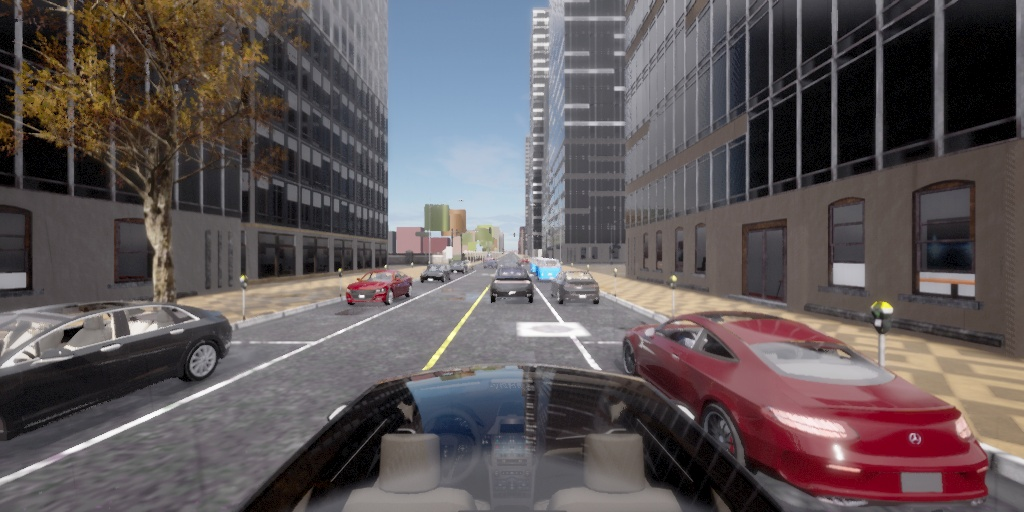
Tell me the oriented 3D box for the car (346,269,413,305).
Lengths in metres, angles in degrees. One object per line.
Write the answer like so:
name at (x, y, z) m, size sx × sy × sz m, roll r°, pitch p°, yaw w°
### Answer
car at (-5.690, 1.284, 15.829) m, size 1.888 × 1.381 × 4.507 m, roll 0°, pitch 0°, yaw 0°

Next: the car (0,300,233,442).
car at (-5.690, 1.297, 4.428) m, size 2.007 × 1.370 × 4.403 m, roll 0°, pitch 0°, yaw 0°

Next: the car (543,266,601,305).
car at (2.690, 1.289, 15.829) m, size 2.007 × 1.370 × 4.403 m, roll 0°, pitch 0°, yaw 0°

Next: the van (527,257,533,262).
van at (2.772, 1.000, 38.633) m, size 1.690 × 1.789 × 3.998 m, roll 0°, pitch 0°, yaw 0°

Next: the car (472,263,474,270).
car at (-5.819, 1.151, 45.866) m, size 1.751 × 1.417 × 4.829 m, roll 0°, pitch 0°, yaw 0°

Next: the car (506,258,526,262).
car at (0.000, 1.177, 31.496) m, size 1.882 × 1.535 × 5.008 m, roll 0°, pitch 0°, yaw 0°

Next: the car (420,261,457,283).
car at (-5.690, 1.274, 27.235) m, size 1.948 × 1.339 × 4.313 m, roll 0°, pitch 0°, yaw 0°

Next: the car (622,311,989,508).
car at (2.690, 1.329, 4.427) m, size 1.802 × 1.307 × 4.207 m, roll 0°, pitch 0°, yaw 0°

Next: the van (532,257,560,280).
van at (2.691, 1.049, 27.236) m, size 1.690 × 1.789 × 3.998 m, roll 0°, pitch 0°, yaw 0°

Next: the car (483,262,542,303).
car at (0.000, 1.234, 16.499) m, size 2.128 × 1.511 × 4.902 m, roll 0°, pitch 0°, yaw 0°

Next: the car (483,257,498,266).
car at (-3.000, 1.202, 51.497) m, size 1.994 × 1.385 × 4.181 m, roll 0°, pitch 0°, yaw 0°

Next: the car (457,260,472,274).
car at (-5.771, 1.225, 38.632) m, size 1.948 × 1.339 × 4.313 m, roll 0°, pitch 0°, yaw 0°
